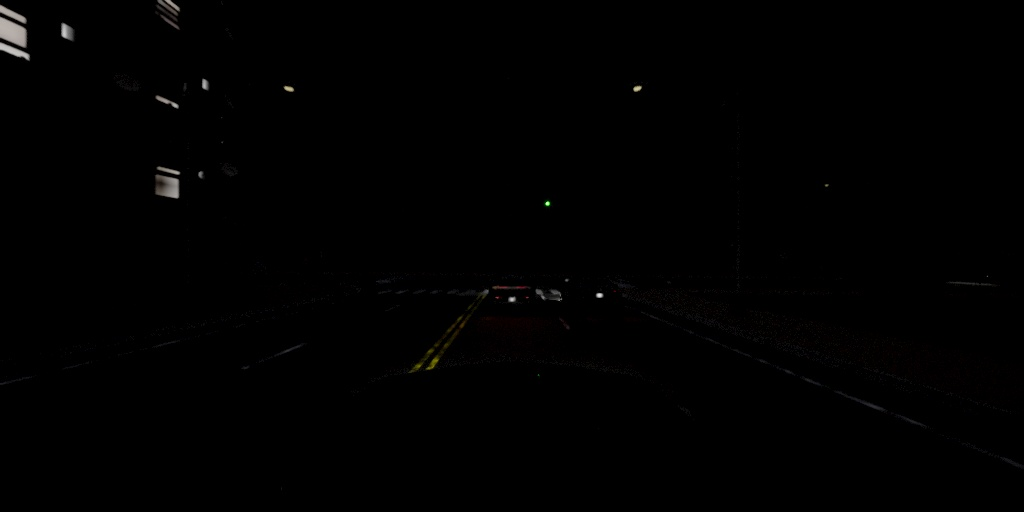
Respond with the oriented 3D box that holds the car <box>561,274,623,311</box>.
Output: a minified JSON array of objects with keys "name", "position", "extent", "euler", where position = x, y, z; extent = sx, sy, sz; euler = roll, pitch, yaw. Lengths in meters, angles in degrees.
[{"name":"car","position":[3.274,1.450,15.332],"extent":[1.994,1.385,4.181],"euler":[0,0,1]}]

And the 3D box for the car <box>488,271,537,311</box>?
[{"name":"car","position":[0.024,1.378,15.355],"extent":[2.128,1.511,4.902],"euler":[0,0,1]}]

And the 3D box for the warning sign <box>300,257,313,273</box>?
[{"name":"warning sign","position":[-23.470,0.984,40.783],"extent":[1.060,1.860,1.300],"euler":[0,0,1]}]

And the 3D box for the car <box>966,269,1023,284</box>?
[{"name":"car","position":[49.045,2.006,36.116],"extent":[4.892,1.490,1.837],"euler":[1,0,2]}]
